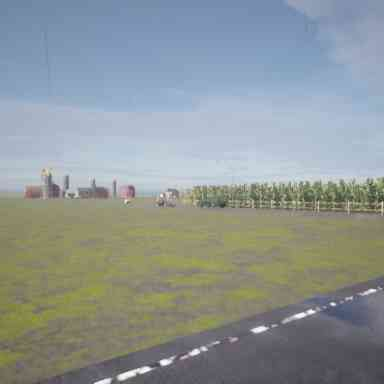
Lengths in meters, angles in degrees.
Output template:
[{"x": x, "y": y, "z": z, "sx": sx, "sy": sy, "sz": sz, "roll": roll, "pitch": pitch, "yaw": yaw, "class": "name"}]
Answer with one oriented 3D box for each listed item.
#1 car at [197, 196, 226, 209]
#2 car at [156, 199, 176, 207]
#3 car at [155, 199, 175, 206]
[{"x": 3.126, "y": 1.644, "z": 53.408, "sx": 2.150, "sy": 2.045, "sz": 5.566, "roll": 0, "pitch": -1, "yaw": -35, "class": "car"}, {"x": -4.790, "y": 2.029, "z": 60.062, "sx": 1.837, "sy": 1.490, "sz": 4.892, "roll": 0, "pitch": -1, "yaw": -35, "class": "car"}, {"x": -5.358, "y": 2.058, "z": 65.740, "sx": 1.812, "sy": 1.442, "sz": 4.674, "roll": 0, "pitch": -1, "yaw": -35, "class": "car"}]
